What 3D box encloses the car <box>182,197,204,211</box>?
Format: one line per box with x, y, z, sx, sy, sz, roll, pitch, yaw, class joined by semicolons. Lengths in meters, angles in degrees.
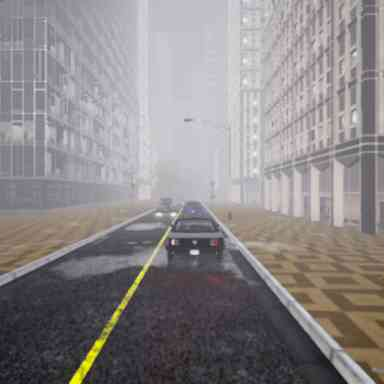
0.102;1.482;30.804;1.882;1.535;5.008;0;0;0;car

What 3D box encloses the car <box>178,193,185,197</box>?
-2.734;1.214;79.186;2.150;2.045;5.566;0;0;0;car

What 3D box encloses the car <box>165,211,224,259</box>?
0.095;1.603;12.634;1.895;1.301;4.718;0;0;0;car

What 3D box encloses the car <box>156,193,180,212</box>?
-2.834;1.360;37.922;2.097;1.767;4.553;0;0;0;car

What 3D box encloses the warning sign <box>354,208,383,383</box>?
2.519;1.116;3.294;1.300;1.860;1.060;0;0;0;warning sign
